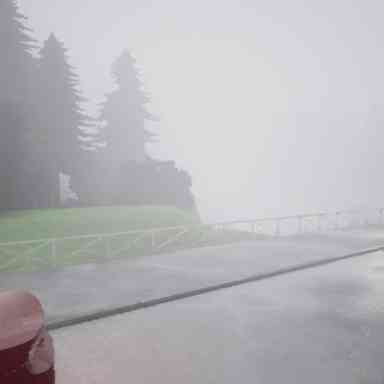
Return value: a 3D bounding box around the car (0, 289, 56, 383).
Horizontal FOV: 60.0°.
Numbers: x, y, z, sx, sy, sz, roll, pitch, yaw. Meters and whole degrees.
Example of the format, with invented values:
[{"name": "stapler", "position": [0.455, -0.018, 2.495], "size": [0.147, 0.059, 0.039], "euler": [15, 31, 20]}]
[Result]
[{"name": "car", "position": [-3.558, 1.506, 2.068], "size": [5.008, 1.535, 1.882], "euler": [-1, 1, -35]}]
